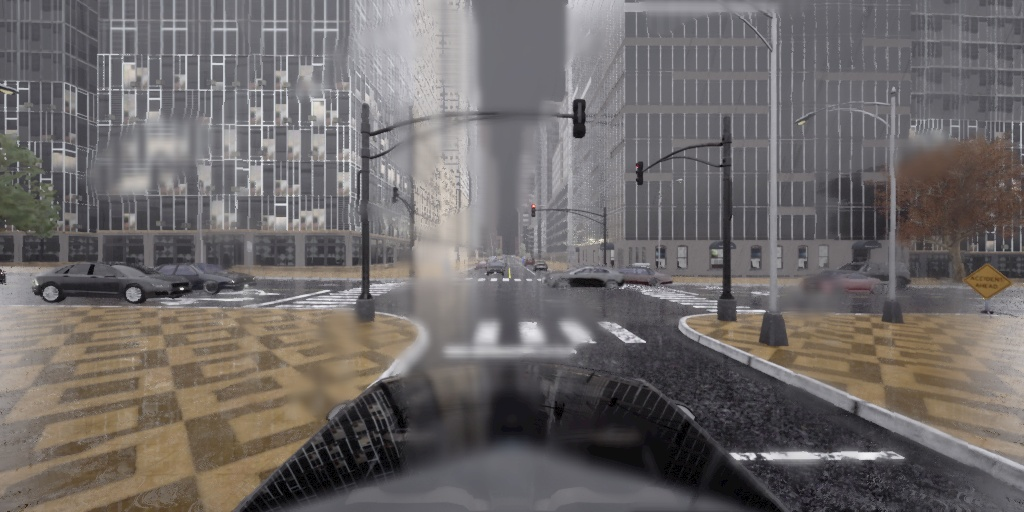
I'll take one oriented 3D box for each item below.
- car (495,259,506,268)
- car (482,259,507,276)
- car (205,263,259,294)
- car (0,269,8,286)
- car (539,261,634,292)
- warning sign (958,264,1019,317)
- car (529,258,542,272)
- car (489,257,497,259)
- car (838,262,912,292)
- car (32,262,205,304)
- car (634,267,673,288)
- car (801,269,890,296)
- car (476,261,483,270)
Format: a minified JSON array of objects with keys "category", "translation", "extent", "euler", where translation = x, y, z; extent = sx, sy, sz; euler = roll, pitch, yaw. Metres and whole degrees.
[{"category":"car","translation":[-1.930,1.231,62.220],"extent":[1.882,1.535,5.008],"euler":[0,0,0]},{"category":"car","translation":[-1.715,1.314,38.497],"extent":[2.033,1.411,5.357],"euler":[0,0,-1]},{"category":"car","translation":[-15.441,1.040,17.319],"extent":[5.357,1.411,2.033],"euler":[1,0,0]},{"category":"car","translation":[-26.846,0.776,16.693],"extent":[4.902,1.511,2.128],"euler":[1,0,-3]},{"category":"car","translation":[4.404,1.314,21.762],"extent":[4.902,1.511,2.128],"euler":[1,1,-3]},{"category":"warning sign","translation":[17.212,1.204,12.986],"extent":[1.060,1.860,1.300],"euler":[0,0,-3]},{"category":"car","translation":[3.663,1.329,46.708],"extent":[1.948,1.339,4.313],"euler":[0,0,-1]},{"category":"car","translation":[-1.818,1.267,48.900],"extent":[1.837,1.490,4.892],"euler":[0,0,-1]},{"category":"car","translation":[25.714,1.460,26.148],"extent":[5.566,2.045,2.150],"euler":[1,0,-3]},{"category":"car","translation":[-15.428,0.998,14.030],"extent":[4.892,1.490,1.837],"euler":[1,0,-3]},{"category":"car","translation":[8.600,1.466,25.718],"extent":[5.357,1.411,2.033],"euler":[2,0,5]},{"category":"car","translation":[20.833,1.715,22.638],"extent":[4.181,1.385,1.994],"euler":[1,0,-3]},{"category":"car","translation":[-4.322,1.342,52.153],"extent":[1.802,1.307,4.207],"euler":[0,0,-1]}]
